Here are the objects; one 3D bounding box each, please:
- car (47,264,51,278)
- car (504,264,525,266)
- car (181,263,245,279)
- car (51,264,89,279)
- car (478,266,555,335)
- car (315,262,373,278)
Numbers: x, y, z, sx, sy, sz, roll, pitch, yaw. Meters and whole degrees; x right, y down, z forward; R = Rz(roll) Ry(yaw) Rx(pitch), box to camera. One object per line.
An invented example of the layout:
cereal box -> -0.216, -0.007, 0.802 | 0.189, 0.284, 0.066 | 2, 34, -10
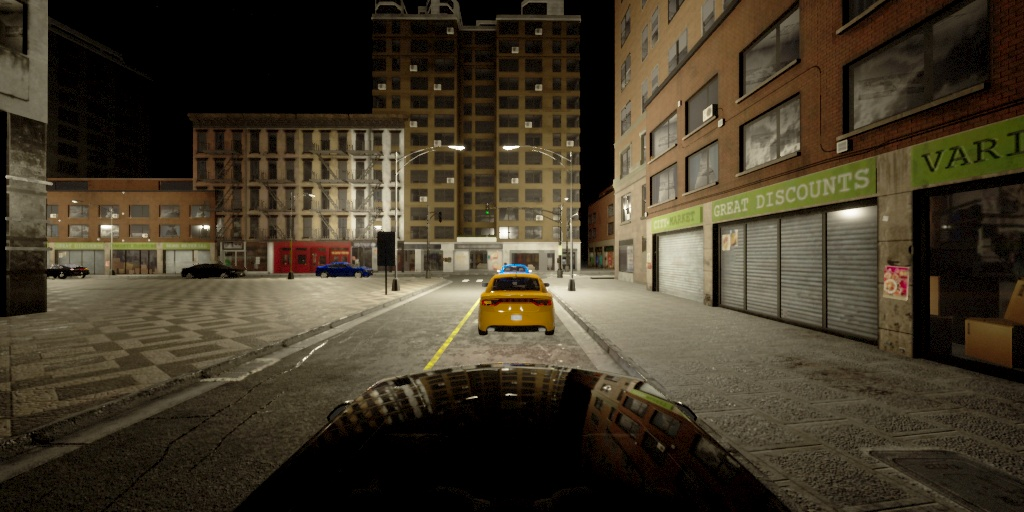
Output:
car -> -46.563, 1.598, 32.892 | 5.357, 1.411, 2.033 | 0, 0, 0
car -> 0.142, 1.222, 20.678 | 1.882, 1.535, 5.008 | 0, 0, 0
car -> -27.442, 1.414, 33.034 | 5.008, 1.535, 1.882 | 0, 0, -1
car -> -45.587, 1.546, 35.994 | 4.902, 1.511, 2.128 | 0, 0, 0
car -> 0.116, 1.227, 10.493 | 1.882, 1.535, 5.008 | 0, 0, 0
car -> -15.455, 1.329, 33.168 | 5.008, 1.535, 1.882 | 0, 0, 0
